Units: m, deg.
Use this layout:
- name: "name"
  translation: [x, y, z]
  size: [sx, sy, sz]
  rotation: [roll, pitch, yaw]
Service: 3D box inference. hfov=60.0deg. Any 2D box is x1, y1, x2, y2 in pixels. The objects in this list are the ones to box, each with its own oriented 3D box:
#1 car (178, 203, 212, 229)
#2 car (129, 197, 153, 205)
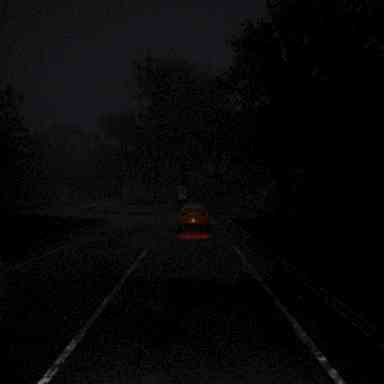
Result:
- name: "car"
  translation: [0.226, 1.469, 21.619]
  size: [1.882, 1.535, 5.008]
  rotation: [0, 0, 4]
- name: "car"
  translation: [-9.056, 1.541, 59.253]
  size: [4.181, 1.385, 1.994]
  rotation: [0, 0, -26]
